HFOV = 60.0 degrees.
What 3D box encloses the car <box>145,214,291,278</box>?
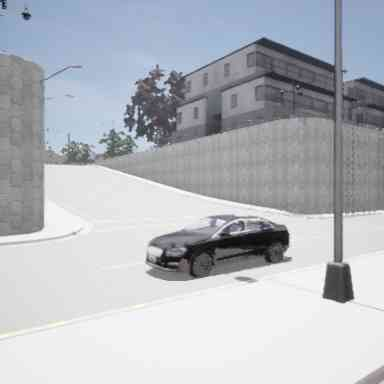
[{"bbox_3d":[0.954,1.467,10.178,4.902,1.511,2.128,-1,1,-35],"label":"car"}]
